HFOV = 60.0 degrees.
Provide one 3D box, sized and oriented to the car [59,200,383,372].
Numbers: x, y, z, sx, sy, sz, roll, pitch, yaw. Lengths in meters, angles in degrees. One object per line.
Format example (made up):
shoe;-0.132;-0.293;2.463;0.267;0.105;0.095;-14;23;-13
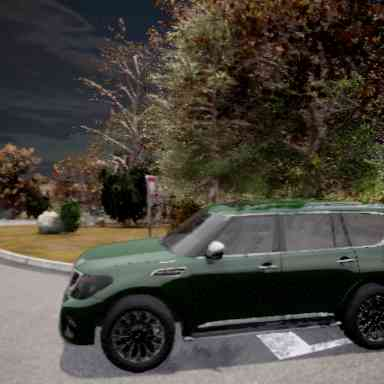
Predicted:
car;0.889;1.165;5.362;5.566;2.045;2.150;0;1;-11
